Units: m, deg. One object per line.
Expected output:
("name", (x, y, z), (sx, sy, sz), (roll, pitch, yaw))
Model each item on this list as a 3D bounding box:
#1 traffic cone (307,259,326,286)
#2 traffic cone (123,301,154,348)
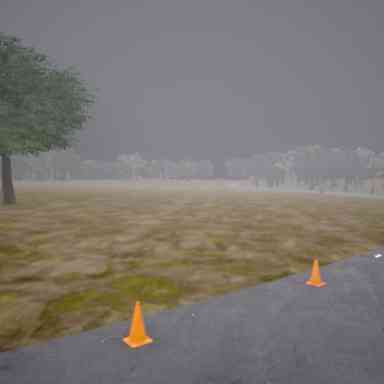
("traffic cone", (2.995, 1.918, 8.019), (0.340, 0.580, 0.340), (0, 0, -40))
("traffic cone", (-0.803, 1.933, 4.973), (0.340, 0.580, 0.340), (0, 0, -37))
